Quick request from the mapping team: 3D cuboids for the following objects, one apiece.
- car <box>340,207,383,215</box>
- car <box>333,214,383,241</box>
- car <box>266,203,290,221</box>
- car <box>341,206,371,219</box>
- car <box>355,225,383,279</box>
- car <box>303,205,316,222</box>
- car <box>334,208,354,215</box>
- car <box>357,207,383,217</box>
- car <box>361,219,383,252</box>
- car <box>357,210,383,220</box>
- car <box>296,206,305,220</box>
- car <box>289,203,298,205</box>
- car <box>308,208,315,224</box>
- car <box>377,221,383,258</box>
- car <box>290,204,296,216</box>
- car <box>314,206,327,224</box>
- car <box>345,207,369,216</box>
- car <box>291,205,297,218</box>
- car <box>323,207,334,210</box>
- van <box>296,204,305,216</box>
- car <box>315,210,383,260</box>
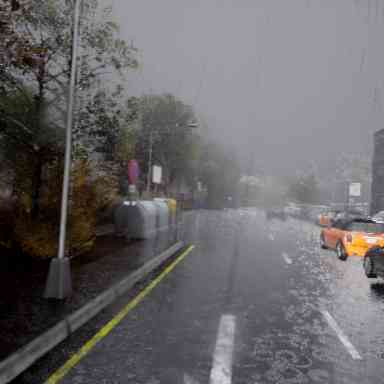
[{"bbox_3d":[12.317,2.204,20.456,5.566,2.045,2.435,4,0,-11],"label":"car"},{"bbox_3d":[12.774,2.552,23.413,4.792,1.488,2.163,4,0,-11],"label":"car"},{"bbox_3d":[10.085,2.459,40.017,2.097,1.767,4.553,3,-1,10],"label":"car"},{"bbox_3d":[32.839,4.084,66.854,2.435,2.045,5.566,4,0,-12],"label":"car"},{"bbox_3d":[6.276,1.977,8.976,1.837,1.490,4.892,3,-1,9],"label":"car"},{"bbox_3d":[14.749,2.678,35.283,4.553,1.767,2.185,4,0,-11],"label":"car"},{"bbox_3d":[38.048,4.916,83.287,2.163,1.488,4.792,4,-2,-12],"label":"car"},{"bbox_3d":[44.081,4.982,82.452,2.435,2.045,5.566,4,-2,-13],"label":"car"},{"bbox_3d":[11.816,2.418,17.491,4.792,1.488,2.163,4,0,-11],"label":"car"},{"bbox_3d":[35.714,4.532,66.505,2.163,1.488,4.792,3,0,-13],"label":"car"},{"bbox_3d":[15.173,2.870,38.253,5.008,1.535,2.097,4,-1,-11],"label":"car"},{"bbox_3d":[17.558,2.973,53.102,5.566,2.045,2.435,4,-1,-11],"label":"car"},{"bbox_3d":[14.231,2.771,32.316,4.674,1.452,2.002,4,0,-11],"label":"car"},{"bbox_3d":[11.189,2.308,14.496,5.366,1.575,1.946,4,0,-11],"label":"car"},{"bbox_3d":[16.405,3.065,47.111,5.366,1.575,1.946,4,0,-11],"label":"car"},{"bbox_3d":[13.733,2.533,29.354,4.553,1.767,2.185,4,-1,-11],"label":"car"},{"bbox_3d":[41.058,4.809,82.897,2.435,2.045,5.566,4,-2,-12],"label":"car"},{"bbox_3d":[16.123,3.052,44.177,4.674,1.452,2.002,4,0,-11],"label":"car"},{"bbox_3d":[13.257,2.464,26.391,4.553,1.767,2.185,4,-1,-11],"label":"car"},{"bbox_3d":[15.781,2.725,41.244,4.442,1.987,1.878,4,-1,-11],"label":"van"},{"bbox_3d":[7.230,1.950,14.871,2.097,1.767,4.553,3,-1,9],"label":"car"}]
